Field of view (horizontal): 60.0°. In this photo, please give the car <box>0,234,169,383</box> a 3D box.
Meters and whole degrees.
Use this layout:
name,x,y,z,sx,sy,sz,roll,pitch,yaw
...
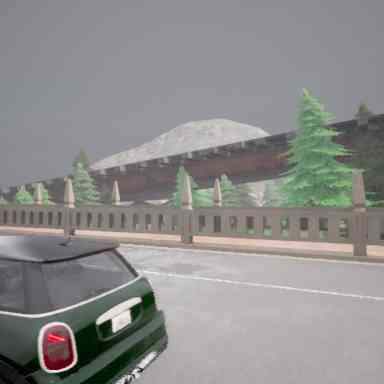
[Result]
name,x,y,z,sx,sy,sz,roll,pitch,yaw
car,-2.658,1.358,4.299,4.553,1.767,2.097,0,0,24
